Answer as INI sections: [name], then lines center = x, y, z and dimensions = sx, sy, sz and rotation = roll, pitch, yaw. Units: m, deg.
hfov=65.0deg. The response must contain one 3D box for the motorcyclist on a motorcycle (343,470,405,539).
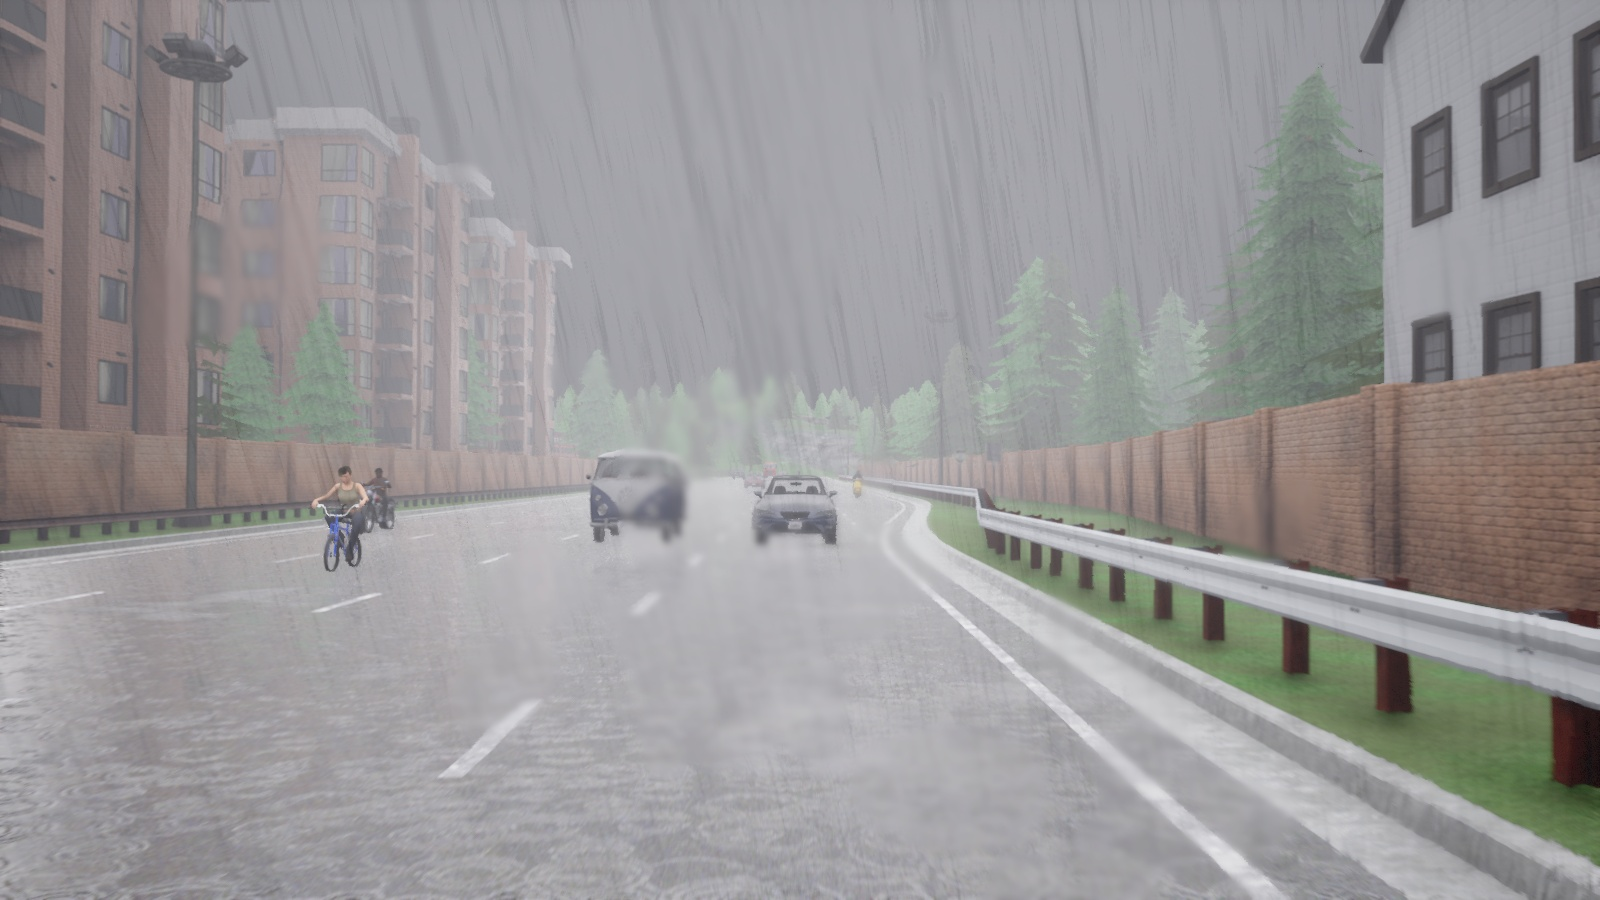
[motorcyclist on a motorcycle]
center = -10.576, 1.331, 31.274
dimensions = 0.766, 1.649, 2.350
rotation = 0, -1, 0

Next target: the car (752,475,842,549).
[car]
center = -0.066, 1.286, 27.365
dimensions = 1.816, 1.474, 4.193
rotation = 0, -1, 0

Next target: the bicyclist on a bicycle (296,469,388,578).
[bicyclist on a bicycle]
center = -7.043, 1.104, 19.385
dimensions = 0.866, 1.612, 1.509
rotation = 0, -1, 0

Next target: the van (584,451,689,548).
[van]
center = -3.569, 1.052, 28.096
dimensions = 1.775, 1.987, 4.442
rotation = 0, -1, 0
